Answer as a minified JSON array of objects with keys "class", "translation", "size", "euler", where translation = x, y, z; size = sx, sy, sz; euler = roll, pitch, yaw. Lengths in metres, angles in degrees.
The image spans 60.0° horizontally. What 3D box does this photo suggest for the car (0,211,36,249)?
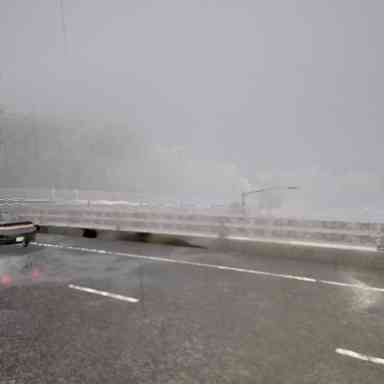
[{"class":"car","translation":[-8.194,1.451,12.878],"size":[4.902,1.511,2.128],"euler":[0,0,28]}]
